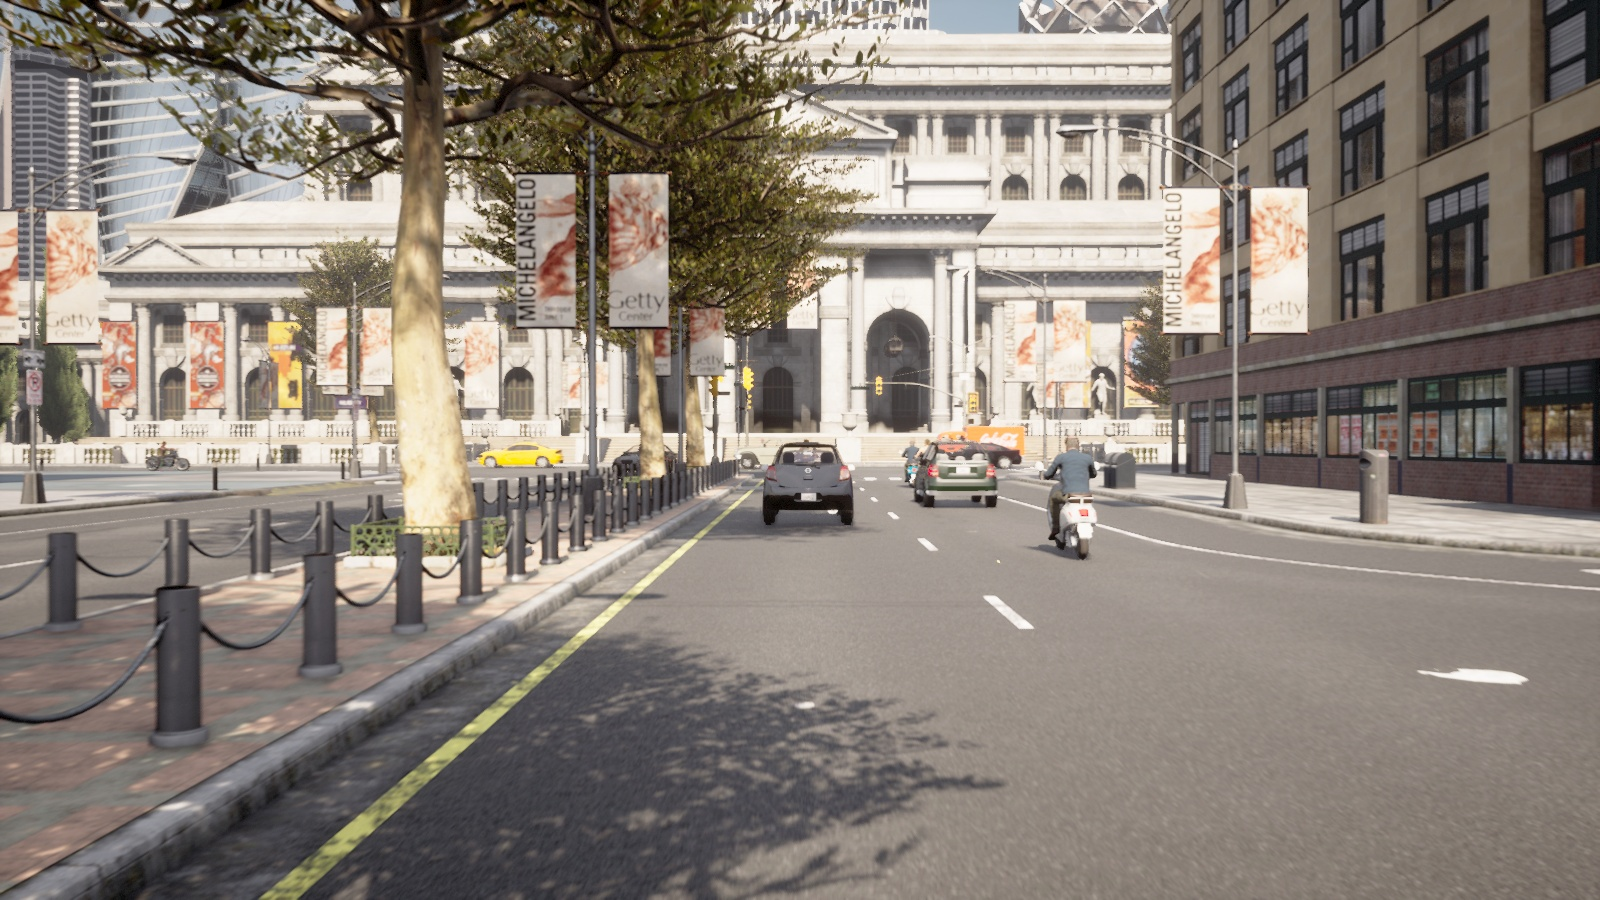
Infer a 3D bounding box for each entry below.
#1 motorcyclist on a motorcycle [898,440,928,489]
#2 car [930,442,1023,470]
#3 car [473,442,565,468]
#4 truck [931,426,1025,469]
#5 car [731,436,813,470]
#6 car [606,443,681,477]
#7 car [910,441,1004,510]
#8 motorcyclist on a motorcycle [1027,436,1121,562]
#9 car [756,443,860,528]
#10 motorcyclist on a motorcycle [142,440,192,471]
[{"bbox_3d":[3.729,0.469,41.570,0.866,1.590,1.817,0,0,1],"label":"motorcyclist on a motorcycle"},{"bbox_3d":[9.918,0.333,70.766,5.008,1.535,1.882,0,0,1],"label":"car"},{"bbox_3d":[-16.626,0.291,74.524,5.008,1.535,1.882,0,0,1],"label":"car"},{"bbox_3d":[10.475,-0.149,74.259,5.204,2.467,2.627,0,0,1],"label":"truck"},{"bbox_3d":[-1.545,0.163,70.877,4.605,1.855,1.932,0,0,1],"label":"car"},{"bbox_3d":[-7.153,0.428,57.821,1.816,1.474,4.193,0,0,17],"label":"car"},{"bbox_3d":[3.684,0.559,30.044,1.789,1.549,3.705,0,0,0],"label":"car"},{"bbox_3d":[3.610,0.608,16.694,0.866,1.590,1.817,0,1,0],"label":"motorcyclist on a motorcycle"},{"bbox_3d":[0.152,0.624,24.130,1.845,1.501,3.633,0,0,0],"label":"car"},{"bbox_3d":[-34.107,0.288,67.690,2.350,1.649,0.766,0,0,0],"label":"motorcyclist on a motorcycle"}]
